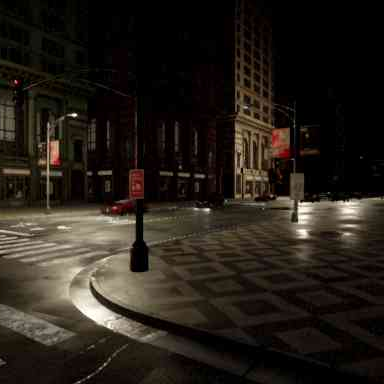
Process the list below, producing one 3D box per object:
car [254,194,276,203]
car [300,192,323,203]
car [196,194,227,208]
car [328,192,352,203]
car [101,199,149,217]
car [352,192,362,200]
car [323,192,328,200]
[{"bbox_3d":[11.404,0.968,51.778,1.895,1.301,4.718,0,1,35],"label":"car"},{"bbox_3d":[17.242,0.911,48.590,1.994,1.385,4.181,0,1,35],"label":"car"},{"bbox_3d":[2.310,1.025,39.126,1.837,1.490,4.892,0,1,36],"label":"car"},{"bbox_3d":[22.439,0.834,50.303,1.812,1.442,4.674,0,1,36],"label":"car"},{"bbox_3d":[-5.567,1.257,28.051,1.994,1.385,4.181,0,1,35],"label":"car"},{"bbox_3d":[29.593,0.675,60.380,1.812,1.442,4.674,0,1,35],"label":"car"},{"bbox_3d":[22.983,0.713,56.673,2.128,1.511,4.902,0,1,35],"label":"car"}]
